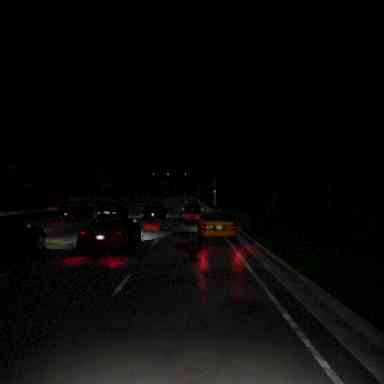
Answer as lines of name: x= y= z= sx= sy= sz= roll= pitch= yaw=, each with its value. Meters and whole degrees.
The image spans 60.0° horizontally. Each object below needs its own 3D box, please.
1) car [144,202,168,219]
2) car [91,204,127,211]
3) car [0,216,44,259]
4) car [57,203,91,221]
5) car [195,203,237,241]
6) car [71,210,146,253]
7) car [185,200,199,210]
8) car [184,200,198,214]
car: x=-3.402 y=1.740 z=31.351 sx=1.837 sy=1.490 sz=4.892 roll=0 pitch=-1 yaw=0
car: x=-6.902 y=1.768 z=29.291 sx=2.033 sy=1.411 sz=5.357 roll=0 pitch=0 yaw=0
car: x=-6.901 y=1.565 z=11.498 sx=1.882 sy=1.535 sz=5.008 roll=0 pitch=-1 yaw=0
car: x=-10.402 y=1.702 z=29.886 sx=1.882 sy=1.535 sz=5.008 roll=0 pitch=-1 yaw=0
car: x=1.224 y=1.587 z=17.437 sx=1.801 sy=1.575 sz=5.366 roll=0 pitch=0 yaw=0
car: x=-3.401 y=1.672 z=14.322 sx=1.994 sy=1.385 sz=4.181 roll=0 pitch=0 yaw=0
car: x=0.006 y=1.942 z=50.242 sx=1.994 sy=1.385 sz=4.181 roll=0 pitch=0 yaw=0
car: x=0.051 y=1.795 z=40.342 sx=2.128 sy=1.511 sz=4.902 roll=0 pitch=0 yaw=0
